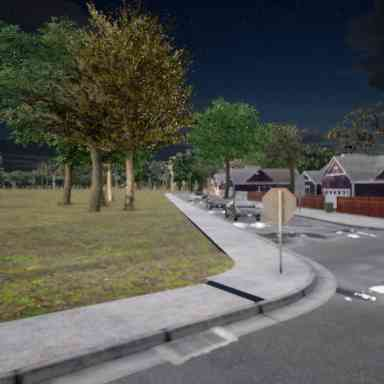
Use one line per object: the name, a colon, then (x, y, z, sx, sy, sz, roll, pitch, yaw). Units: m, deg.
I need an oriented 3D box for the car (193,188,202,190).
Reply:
car: (1.196, 0.218, 74.630, 2.150, 2.045, 5.566, -1, 1, -6)

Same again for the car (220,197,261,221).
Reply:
car: (3.646, 1.278, 24.773, 1.812, 1.442, 4.674, -1, 1, -6)

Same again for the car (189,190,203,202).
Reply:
car: (0.570, 0.870, 54.105, 1.812, 1.442, 4.674, -1, 1, -6)

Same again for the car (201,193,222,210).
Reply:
car: (2.501, 1.112, 35.511, 1.837, 1.490, 4.892, -1, 1, -6)

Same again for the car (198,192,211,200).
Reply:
car: (2.357, 0.758, 64.638, 1.895, 1.301, 4.718, -1, 1, -6)
